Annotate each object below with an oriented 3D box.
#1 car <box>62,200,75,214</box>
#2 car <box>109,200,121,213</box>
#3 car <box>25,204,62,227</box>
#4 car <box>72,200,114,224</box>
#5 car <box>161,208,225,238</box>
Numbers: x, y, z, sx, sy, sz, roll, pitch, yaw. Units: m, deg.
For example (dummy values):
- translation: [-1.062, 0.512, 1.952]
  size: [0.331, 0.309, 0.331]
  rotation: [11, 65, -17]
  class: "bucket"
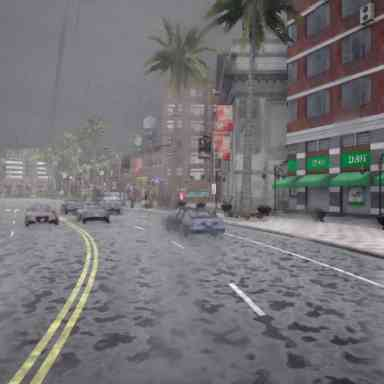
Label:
- translation: [-12.811, 1.547, 35.443]
  size: [2.033, 1.411, 5.357]
  rotation: [0, 0, -28]
  class: "car"
- translation: [-9.222, 1.547, 36.157]
  size: [2.033, 1.411, 5.357]
  rotation: [0, 0, -27]
  class: "car"
- translation: [-10.287, 1.564, 22.668]
  size: [1.994, 1.385, 4.181]
  rotation: [0, 0, -27]
  class: "car"
- translation: [-7.628, 1.564, 25.343]
  size: [1.994, 1.385, 4.181]
  rotation: [0, 0, -26]
  class: "car"
- translation: [-0.113, 1.547, 17.757]
  size: [2.033, 1.411, 5.357]
  rotation: [0, 0, -21]
  class: "car"
